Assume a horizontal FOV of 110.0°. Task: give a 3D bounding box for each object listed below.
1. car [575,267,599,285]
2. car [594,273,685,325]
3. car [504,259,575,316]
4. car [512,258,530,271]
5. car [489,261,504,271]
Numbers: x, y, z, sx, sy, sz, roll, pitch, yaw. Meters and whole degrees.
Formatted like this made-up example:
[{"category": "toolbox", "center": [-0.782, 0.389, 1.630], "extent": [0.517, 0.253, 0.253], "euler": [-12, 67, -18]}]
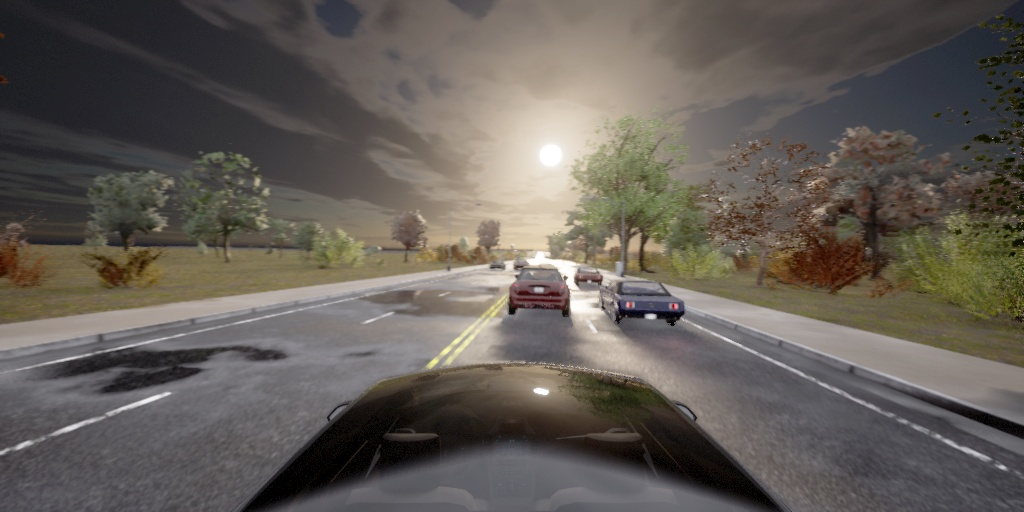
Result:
[{"category": "car", "center": [5.687, 1.503, 27.419], "extent": [1.895, 1.301, 4.718], "euler": [1, 0, 6]}, {"category": "car", "center": [4.223, 1.458, 12.492], "extent": [1.895, 1.301, 4.718], "euler": [1, 0, 6]}, {"category": "car", "center": [1.107, 1.141, 13.892], "extent": [2.097, 1.767, 4.553], "euler": [1, 0, 6]}, {"category": "car", "center": [1.318, 1.166, 50.931], "extent": [2.097, 1.767, 4.553], "euler": [1, 0, 6]}, {"category": "car", "center": [-2.005, 1.342, 50.417], "extent": [1.895, 1.301, 4.718], "euler": [1, 0, 6]}]
